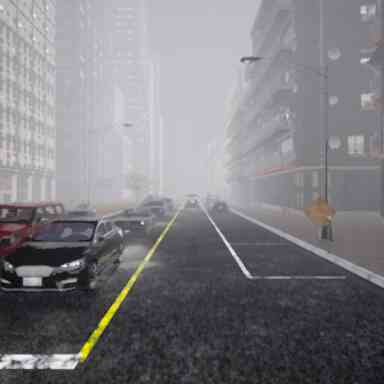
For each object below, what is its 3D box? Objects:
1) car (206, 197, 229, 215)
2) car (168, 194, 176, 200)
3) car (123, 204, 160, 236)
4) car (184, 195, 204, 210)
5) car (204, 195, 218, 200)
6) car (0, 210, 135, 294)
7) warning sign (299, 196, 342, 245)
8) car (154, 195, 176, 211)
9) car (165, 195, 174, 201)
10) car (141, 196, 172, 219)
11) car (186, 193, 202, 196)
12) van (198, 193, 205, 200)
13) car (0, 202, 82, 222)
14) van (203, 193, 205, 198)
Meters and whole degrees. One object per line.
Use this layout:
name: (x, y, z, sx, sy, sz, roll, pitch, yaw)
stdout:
car: (2.700, 1.497, 33.188, 1.947, 1.339, 4.313, 0, 0, 0)
car: (-5.662, 1.308, 93.944, 1.967, 1.590, 4.097, 0, 0, 0)
car: (-3.092, 1.562, 18.148, 1.895, 1.301, 4.718, 0, 0, 0)
car: (0.012, 1.467, 40.420, 2.033, 1.411, 5.357, 0, 0, 0)
car: (2.701, 1.447, 38.881, 1.752, 1.417, 4.829, 0, 0, 0)
car: (-3.096, 1.472, 8.911, 2.128, 1.511, 4.902, 0, 0, 0)
warning sign: (5.073, 1.086, 13.220, 1.300, 1.860, 1.060, 0, 0, 0)
car: (-3.014, 1.400, 38.720, 1.882, 1.535, 5.008, 0, 0, 0)
car: (-5.665, 1.439, 82.897, 1.947, 1.339, 4.313, 0, 0, 0)
car: (-3.075, 1.418, 28.233, 1.882, 1.535, 5.008, 0, 0, 1)
car: (0.017, 1.126, 50.871, 2.150, 2.045, 5.566, 0, 0, 0)
van: (2.718, 1.209, 93.940, 1.690, 1.788, 3.998, 0, 0, 0)
car: (-5.689, 1.291, 11.100, 2.192, 1.841, 5.009, 0, 0, 0)
van: (2.703, 1.254, 44.234, 1.690, 1.788, 3.998, 0, 0, 0)
